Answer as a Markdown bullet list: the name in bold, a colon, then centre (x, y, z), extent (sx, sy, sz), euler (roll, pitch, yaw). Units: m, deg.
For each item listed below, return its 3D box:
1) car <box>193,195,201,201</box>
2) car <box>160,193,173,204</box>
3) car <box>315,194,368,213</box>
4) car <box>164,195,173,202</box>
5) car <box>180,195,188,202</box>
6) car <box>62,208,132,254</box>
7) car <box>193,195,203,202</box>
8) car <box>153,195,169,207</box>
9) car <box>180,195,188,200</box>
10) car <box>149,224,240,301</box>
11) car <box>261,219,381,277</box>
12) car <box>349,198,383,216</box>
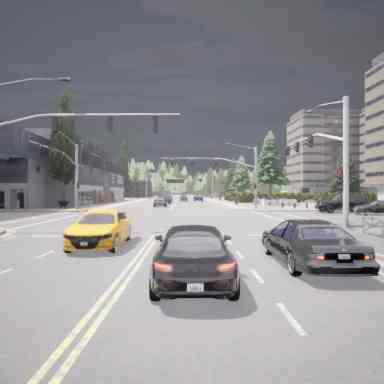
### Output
- **car**: centre (1.302, 1.500, 88.810), extent (1.837, 1.490, 4.892), euler (0, 0, -1)
- **car**: centre (-5.071, 1.224, 62.389), extent (2.150, 2.045, 5.566), euler (0, 0, -1)
- **car**: centre (16.284, 1.222, 35.967), extent (5.566, 2.045, 2.150), euler (0, 0, -2)
- **car**: centre (-5.348, 1.497, 75.191), extent (1.837, 1.490, 4.892), euler (0, 0, -1)
- **car**: centre (-1.922, 1.533, 78.102), extent (2.033, 1.411, 5.357), euler (0, 0, -1)
- **car**: centre (-3.698, 1.477, 13.733), extent (1.882, 1.535, 5.008), euler (0, 0, -1)
- **car**: centre (1.565, 1.478, 78.672), extent (1.882, 1.535, 5.008), euler (0, 0, -1)
- **car**: centre (-4.783, 1.526, 50.408), extent (1.812, 1.442, 4.674), euler (0, 0, -2)
- **car**: centre (-2.197, 1.467, 88.737), extent (1.994, 1.385, 4.181), euler (0, 0, -1)
- **car**: centre (0.035, 1.526, 8.182), extent (1.812, 1.442, 4.674), euler (0, 0, -1)
- **car**: centre (3.533, 1.547, 10.240), extent (2.033, 1.411, 5.357), euler (0, 0, 0)
- **car**: centre (18.220, 1.526, 32.499), extent (4.674, 1.442, 1.812), euler (0, 0, -2)
